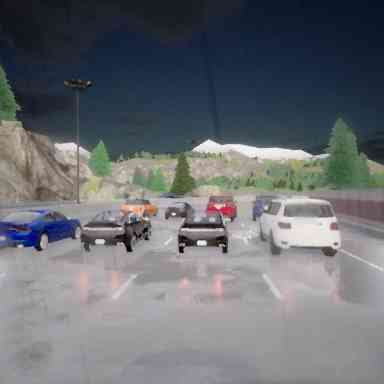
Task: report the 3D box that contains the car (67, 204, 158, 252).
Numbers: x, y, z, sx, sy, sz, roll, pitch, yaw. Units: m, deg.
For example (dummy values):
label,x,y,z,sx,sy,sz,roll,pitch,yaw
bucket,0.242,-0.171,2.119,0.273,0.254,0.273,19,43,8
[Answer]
label,x,y,z,sx,sy,sz,roll,pitch,yaw
car,-2.945,1.492,13.850,2.128,1.511,4.902,0,0,5

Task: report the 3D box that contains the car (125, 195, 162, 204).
label,x,y,z,sx,sy,sz,roll,pitch,yaw
car,-4.412,1.363,28.450,2.097,1.767,4.553,0,0,11

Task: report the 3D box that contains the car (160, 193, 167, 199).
label,x,y,z,sx,sy,sz,roll,pitch,yaw
car,-6.404,1.172,82.493,2.150,2.045,5.566,0,0,28

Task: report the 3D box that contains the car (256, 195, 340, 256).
label,x,y,z,sx,sy,sz,roll,pitch,yaw
car,4.029,1.255,13.254,2.150,2.045,5.566,0,0,5

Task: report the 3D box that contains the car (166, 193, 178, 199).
label,x,y,z,sx,sy,sz,roll,pitch,yaw
car,-3.393,1.492,80.710,2.033,1.411,5.357,0,0,28

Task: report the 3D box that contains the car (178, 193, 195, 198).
label,x,y,z,sx,sy,sz,roll,pitch,yaw
car,-0.411,1.183,78.875,2.150,2.045,5.566,0,0,28

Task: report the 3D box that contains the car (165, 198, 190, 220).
label,x,y,z,sx,sy,sz,roll,pitch,yaw
car,-0.971,1.530,27.813,1.812,1.442,4.674,0,0,11

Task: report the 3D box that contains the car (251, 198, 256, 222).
label,x,y,z,sx,sy,sz,roll,pitch,yaw
car,5.907,1.255,26.511,2.150,2.045,5.566,0,0,11

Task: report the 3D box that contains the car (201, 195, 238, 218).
label,x,y,z,sx,sy,sz,roll,pitch,yaw
car,2.471,1.255,27.177,2.150,2.045,5.566,0,0,11

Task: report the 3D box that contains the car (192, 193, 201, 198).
label,x,y,z,sx,sy,sz,roll,pitch,yaw
car,2.586,1.558,77.066,1.895,1.301,4.718,0,0,28

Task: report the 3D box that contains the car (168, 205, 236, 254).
label,x,y,z,sx,sy,sz,roll,pitch,yaw
car,0.541,1.492,13.537,2.128,1.511,4.902,0,0,5

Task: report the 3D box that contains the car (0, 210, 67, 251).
label,x,y,z,sx,sy,sz,roll,pitch,yaw
car,-6.431,1.482,14.163,1.882,1.535,5.008,0,0,5
